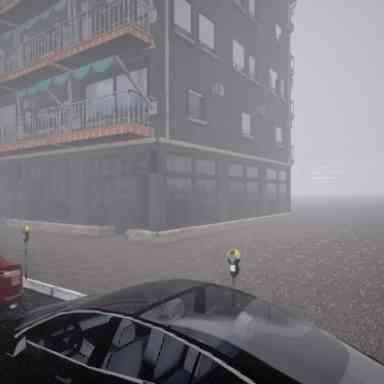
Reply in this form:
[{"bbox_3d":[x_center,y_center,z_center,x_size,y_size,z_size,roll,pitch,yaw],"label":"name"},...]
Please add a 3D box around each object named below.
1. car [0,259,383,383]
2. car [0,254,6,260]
[{"bbox_3d":[-0.486,1.566,3.216,4.313,1.339,1.947,0,0,35],"label":"car"},{"bbox_3d":[-5.081,1.545,6.480,4.507,1.381,1.887,0,0,35],"label":"car"}]
